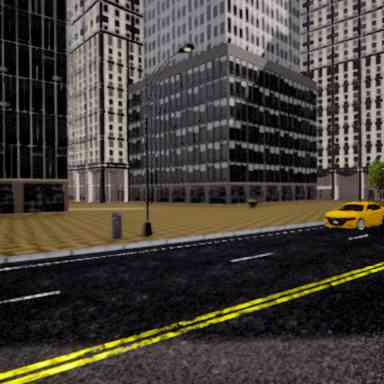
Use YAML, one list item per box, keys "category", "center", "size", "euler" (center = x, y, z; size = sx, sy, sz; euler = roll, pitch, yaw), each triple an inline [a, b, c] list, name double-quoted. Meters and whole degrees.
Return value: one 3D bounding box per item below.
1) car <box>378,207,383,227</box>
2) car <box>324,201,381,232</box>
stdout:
- category: "car"
  center: [11.368, 1.443, 16.491]
  size: [4.718, 1.301, 1.895]
  euler: [-1, 0, -39]
- category: "car"
  center: [9.586, 1.321, 19.238]
  size: [5.008, 1.535, 1.882]
  euler: [-1, 0, -39]
